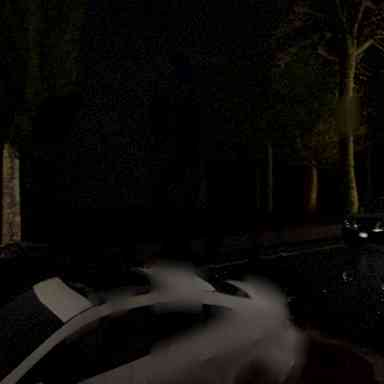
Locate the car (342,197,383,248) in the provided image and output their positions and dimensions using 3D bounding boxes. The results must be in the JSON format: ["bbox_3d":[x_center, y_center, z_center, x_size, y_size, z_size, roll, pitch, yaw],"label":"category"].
[{"bbox_3d":[8.535,1.223,13.741,5.566,2.045,2.150,0,0,-35],"label":"car"}]

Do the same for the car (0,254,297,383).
[{"bbox_3d":[-0.985,1.526,2.957,4.674,1.442,1.812,0,0,-36],"label":"car"}]

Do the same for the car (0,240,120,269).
[{"bbox_3d":[-2.806,1.562,5.653,4.181,1.385,1.994,0,0,-35],"label":"car"}]
